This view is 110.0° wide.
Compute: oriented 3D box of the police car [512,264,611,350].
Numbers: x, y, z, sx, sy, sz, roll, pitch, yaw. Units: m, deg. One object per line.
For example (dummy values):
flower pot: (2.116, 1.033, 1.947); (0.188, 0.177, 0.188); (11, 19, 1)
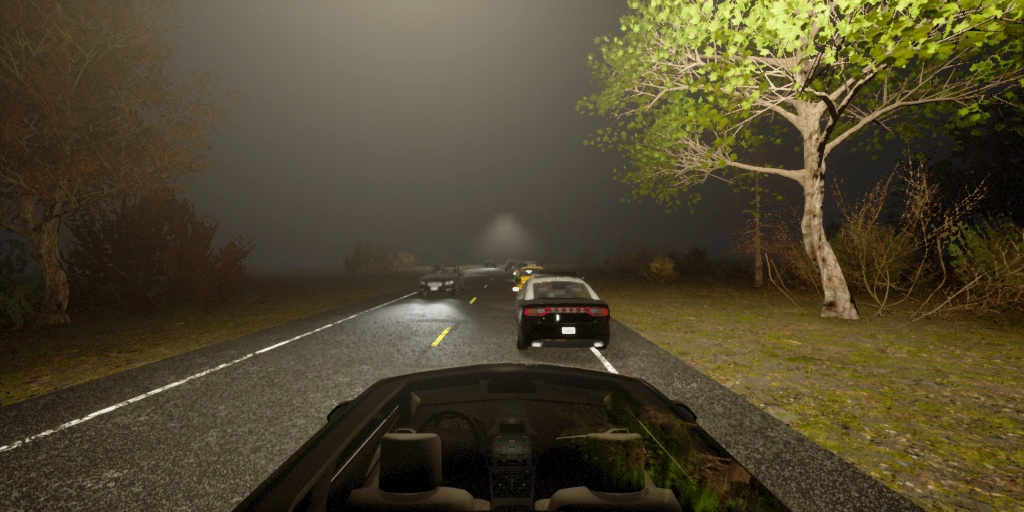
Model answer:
police car: (1.050, 1.177, 9.230); (1.930, 1.638, 5.238); (0, 0, 0)

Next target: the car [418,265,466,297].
car: (-3.600, 1.245, 19.091); (2.128, 1.511, 4.902); (0, 0, 0)

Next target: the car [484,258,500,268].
car: (-3.583, 1.251, 60.001); (2.128, 1.511, 4.902); (0, 0, 0)

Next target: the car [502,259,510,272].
car: (0.026, 1.283, 47.379); (1.812, 1.442, 4.674); (0, 0, 1)

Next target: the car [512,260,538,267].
car: (1.049, 1.209, 19.312); (1.801, 1.575, 5.366); (0, 0, 0)

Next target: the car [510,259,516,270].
car: (1.049, 1.106, 25.092); (2.097, 1.767, 4.553); (0, 0, 0)
